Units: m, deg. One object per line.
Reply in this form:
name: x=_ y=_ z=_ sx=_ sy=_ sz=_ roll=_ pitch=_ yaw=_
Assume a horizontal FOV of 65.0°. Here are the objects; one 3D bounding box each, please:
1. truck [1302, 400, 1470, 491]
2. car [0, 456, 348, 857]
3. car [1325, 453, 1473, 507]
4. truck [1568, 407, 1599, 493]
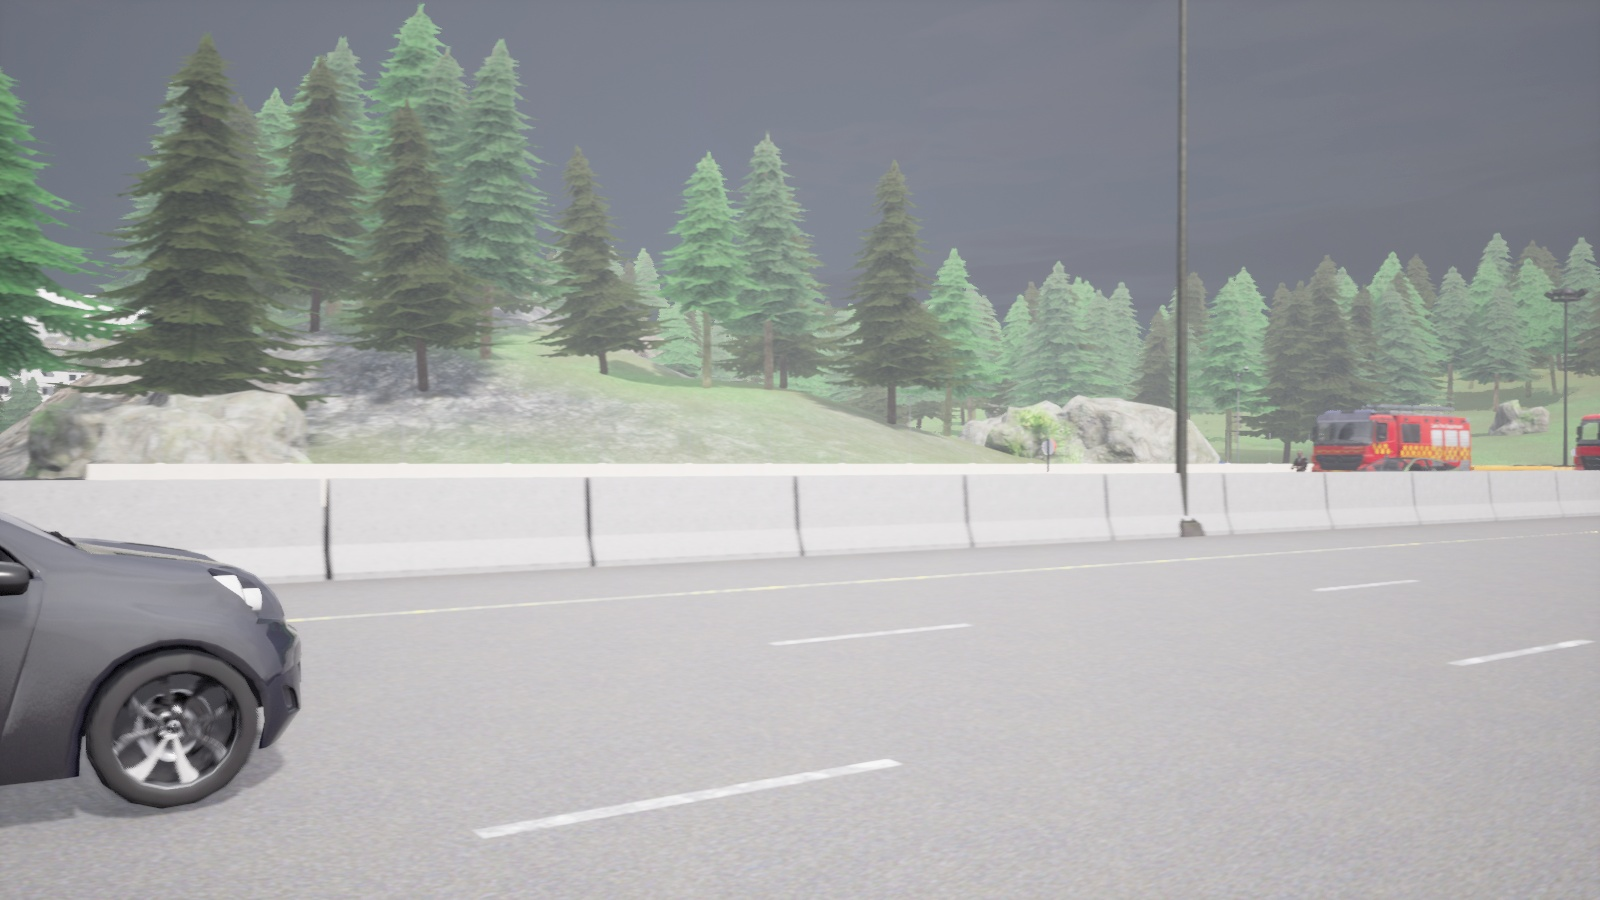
truck: x=26.228 y=-0.179 z=56.029 sx=8.468 sy=3.827 sz=2.891 roll=0 pitch=0 yaw=-35
car: x=-3.976 y=0.779 z=5.156 sx=3.633 sy=1.501 sz=1.845 roll=0 pitch=0 yaw=-35
car: x=17.880 y=0.853 z=37.422 sx=4.514 sy=1.525 sz=2.007 roll=0 pitch=0 yaw=-35
truck: x=35.974 y=-0.010 z=51.991 sx=7.936 sy=3.462 sz=2.891 roll=0 pitch=0 yaw=-21
